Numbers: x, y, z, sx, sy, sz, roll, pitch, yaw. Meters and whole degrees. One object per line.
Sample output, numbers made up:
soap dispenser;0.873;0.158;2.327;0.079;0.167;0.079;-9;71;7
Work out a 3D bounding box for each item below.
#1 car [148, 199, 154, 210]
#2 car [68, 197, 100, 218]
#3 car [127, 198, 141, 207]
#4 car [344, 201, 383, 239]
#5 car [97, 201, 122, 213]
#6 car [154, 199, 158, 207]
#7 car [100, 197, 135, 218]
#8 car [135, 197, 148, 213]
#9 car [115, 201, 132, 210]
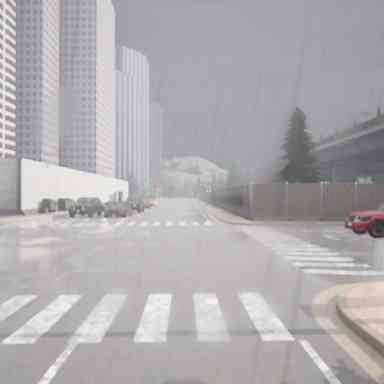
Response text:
car;-7.624;2.032;53.195;1.812;1.442;4.674;0;-1;0
car;-10.956;1.554;34.668;2.150;2.045;5.566;0;-1;-1
car;-11.193;1.965;64.400;2.097;1.767;4.553;0;-1;0
car;11.538;1.451;18.527;5.566;2.045;2.150;0;-1;-1
car;-11.060;1.976;44.908;2.033;1.411;5.357;0;-1;0
car;-7.672;2.082;63.538;1.882;1.535;5.008;0;-1;-1
car;-7.446;1.676;33.859;2.097;1.767;4.553;0;-1;0
car;-7.550;1.636;43.436;2.150;2.045;5.566;0;-1;-1
car;-11.123;2.120;54.480;1.895;1.301;4.718;0;-1;0
